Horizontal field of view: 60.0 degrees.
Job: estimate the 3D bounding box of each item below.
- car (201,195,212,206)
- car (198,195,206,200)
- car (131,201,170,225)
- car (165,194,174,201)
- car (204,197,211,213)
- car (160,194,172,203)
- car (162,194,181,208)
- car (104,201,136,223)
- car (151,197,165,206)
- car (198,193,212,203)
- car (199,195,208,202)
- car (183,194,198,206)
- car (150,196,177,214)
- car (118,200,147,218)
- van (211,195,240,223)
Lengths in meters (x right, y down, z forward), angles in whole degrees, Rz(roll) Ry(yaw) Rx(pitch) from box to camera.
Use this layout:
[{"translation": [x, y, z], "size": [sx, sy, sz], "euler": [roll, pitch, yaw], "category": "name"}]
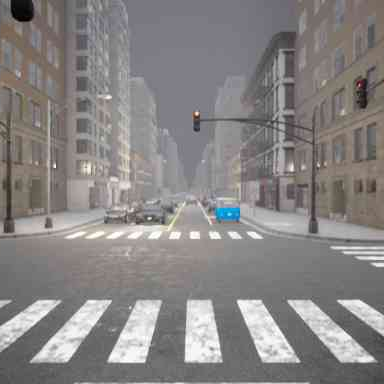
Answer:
[{"translation": [2.600, 1.554, 47.832], "size": [1.802, 1.307, 4.206], "euler": [0, 0, 0], "category": "car"}, {"translation": [2.569, 1.489, 87.601], "size": [1.947, 1.339, 4.313], "euler": [0, 0, 0], "category": "car"}, {"translation": [-2.828, 1.552, 23.795], "size": [1.994, 1.385, 4.181], "euler": [0, 0, -1], "category": "car"}, {"translation": [-5.452, 1.371, 81.910], "size": [1.967, 1.590, 4.097], "euler": [0, 0, 0], "category": "car"}, {"translation": [2.608, 1.563, 36.469], "size": [1.802, 1.307, 4.206], "euler": [0, 0, 0], "category": "car"}, {"translation": [-5.443, 1.259, 70.546], "size": [2.192, 1.841, 5.009], "euler": [0, 0, 0], "category": "car"}, {"translation": [-2.871, 1.477, 46.560], "size": [1.837, 1.490, 4.892], "euler": [0, 0, 0], "category": "car"}, {"translation": [-5.408, 1.538, 25.092], "size": [2.008, 1.369, 4.403], "euler": [0, 0, 0], "category": "car"}, {"translation": [-5.430, 1.531, 53.501], "size": [1.947, 1.339, 4.313], "euler": [0, 0, 0], "category": "car"}, {"translation": [2.595, 1.280, 53.513], "size": [2.192, 1.841, 5.009], "euler": [0, 0, 0], "category": "car"}, {"translation": [2.577, 1.488, 76.238], "size": [2.008, 1.369, 4.403], "euler": [0, 0, 0], "category": "car"}, {"translation": [-0.044, 1.511, 54.818], "size": [2.033, 1.411, 5.357], "euler": [0, 0, 0], "category": "car"}, {"translation": [-2.872, 1.459, 35.050], "size": [1.882, 1.535, 5.008], "euler": [0, 0, 0], "category": "car"}, {"translation": [-5.413, 1.529, 30.773], "size": [1.887, 1.381, 4.507], "euler": [0, 0, 0], "category": "car"}, {"translation": [2.617, 1.328, 25.106], "size": [1.690, 1.788, 3.998], "euler": [0, 0, 0], "category": "van"}]
